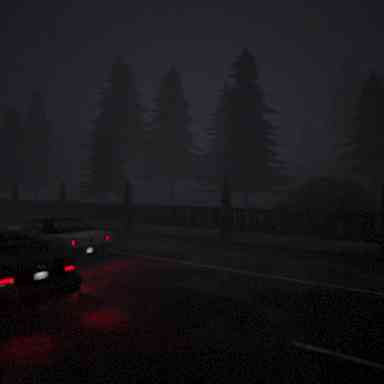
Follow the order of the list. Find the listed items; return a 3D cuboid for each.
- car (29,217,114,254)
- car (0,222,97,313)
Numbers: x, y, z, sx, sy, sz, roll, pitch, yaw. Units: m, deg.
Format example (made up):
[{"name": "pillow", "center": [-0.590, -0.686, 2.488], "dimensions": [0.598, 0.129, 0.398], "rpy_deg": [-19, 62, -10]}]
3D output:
[{"name": "car", "center": [-5.073, 1.566, 11.916], "dimensions": [4.718, 1.301, 1.895], "rpy_deg": [0, 0, 36]}, {"name": "car", "center": [-4.716, 1.521, 7.357], "dimensions": [5.357, 1.411, 2.033], "rpy_deg": [0, 0, 36]}]
